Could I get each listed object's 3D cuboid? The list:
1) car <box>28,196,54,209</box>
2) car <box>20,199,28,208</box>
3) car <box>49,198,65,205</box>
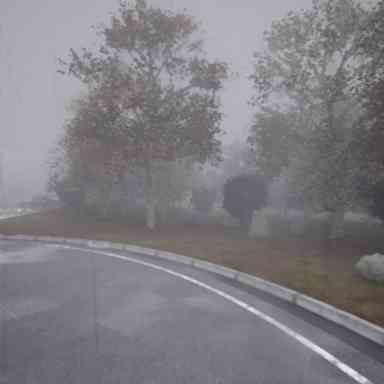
[{"bbox_3d":[-24.204,1.634,53.927,2.150,2.045,5.566,-1,0,-10],"label":"car"},{"bbox_3d":[-28.686,1.976,58.579,1.882,1.535,5.008,-1,0,-11],"label":"car"},{"bbox_3d":[-26.373,1.870,65.172,1.895,1.301,4.718,-1,0,-11],"label":"car"}]
